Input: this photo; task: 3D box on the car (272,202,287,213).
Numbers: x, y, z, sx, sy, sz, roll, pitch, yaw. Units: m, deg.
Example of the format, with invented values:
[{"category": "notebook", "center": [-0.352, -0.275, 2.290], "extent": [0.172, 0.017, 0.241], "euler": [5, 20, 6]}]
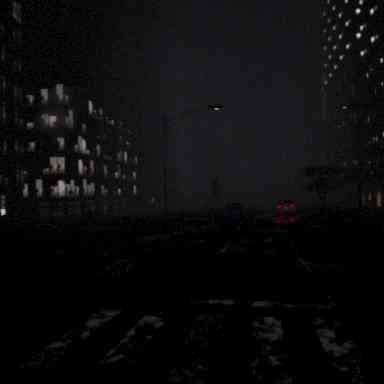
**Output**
[{"category": "car", "center": [13.328, 2.334, 50.790], "extent": [1.882, 1.535, 5.008], "euler": [-1, -1, 11]}]

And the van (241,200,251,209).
[{"category": "van", "center": [11.354, 2.678, 69.795], "extent": [1.690, 1.788, 3.998], "euler": [-2, -2, 11]}]

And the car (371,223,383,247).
[{"category": "car", "center": [8.413, 1.659, 13.007], "extent": [2.008, 1.369, 4.403], "euler": [-2, -1, 11]}]

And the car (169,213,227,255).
[{"category": "car", "center": [0.201, 1.861, 14.665], "extent": [2.008, 1.369, 4.403], "euler": [-2, -1, 11]}]

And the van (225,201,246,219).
[{"category": "van", "center": [4.658, 2.051, 36.722], "extent": [1.690, 1.788, 3.998], "euler": [-2, -2, 11]}]

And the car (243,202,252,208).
[{"category": "car", "center": [13.594, 3.095, 80.814], "extent": [1.887, 1.381, 4.507], "euler": [-2, -2, 11]}]

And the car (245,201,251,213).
[{"category": "car", "center": [8.013, 2.570, 53.253], "extent": [2.008, 1.369, 4.403], "euler": [-2, -2, 11]}]

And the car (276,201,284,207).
[{"category": "car", "center": [23.271, 3.055, 88.040], "extent": [1.812, 1.442, 4.674], "euler": [-1, -1, 11]}]

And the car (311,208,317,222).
[{"category": "car", "center": [11.762, 1.972, 29.545], "extent": [1.947, 1.339, 4.313], "euler": [-2, -2, 11]}]

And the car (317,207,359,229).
[{"category": "car", "center": [10.646, 1.872, 24.032], "extent": [1.947, 1.339, 4.313], "euler": [-2, -2, 11]}]

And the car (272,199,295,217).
[{"category": "car", "center": [11.256, 1.882, 40.415], "extent": [2.150, 2.045, 5.566], "euler": [-1, -1, 13]}]

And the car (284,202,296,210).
[{"category": "car", "center": [18.459, 2.610, 62.619], "extent": [1.802, 1.307, 4.206], "euler": [-3, -2, 11]}]
